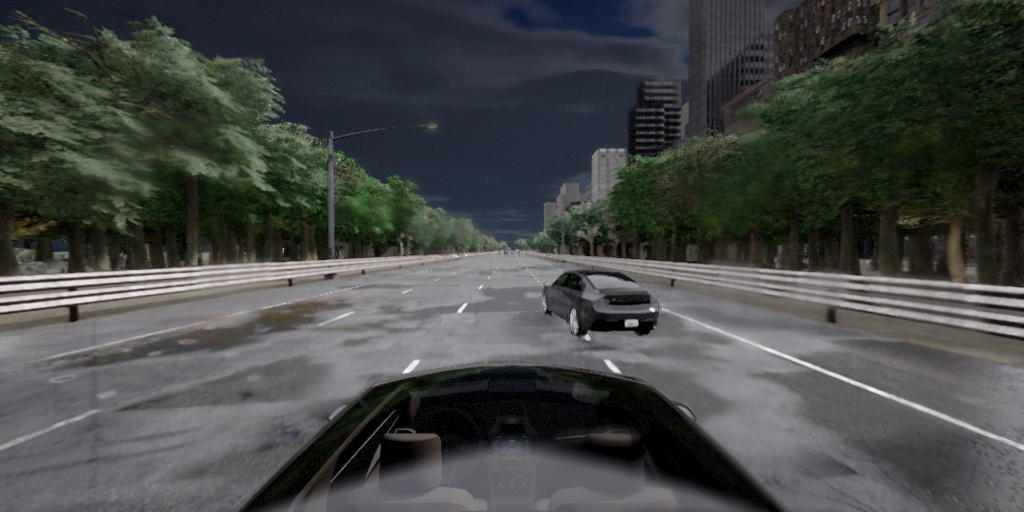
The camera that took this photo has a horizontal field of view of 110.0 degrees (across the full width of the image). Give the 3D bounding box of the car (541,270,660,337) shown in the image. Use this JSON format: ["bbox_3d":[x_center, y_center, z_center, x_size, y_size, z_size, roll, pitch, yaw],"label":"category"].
[{"bbox_3d":[2.139,1.124,9.938,1.837,1.490,4.892,0,1,-9],"label":"car"}]
